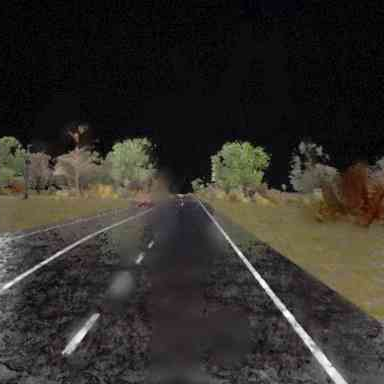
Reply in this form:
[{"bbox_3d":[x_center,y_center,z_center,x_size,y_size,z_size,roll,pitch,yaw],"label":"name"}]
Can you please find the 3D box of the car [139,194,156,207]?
[{"bbox_3d":[-7.017,1.315,52.610,2.150,2.045,5.566,0,0,0],"label":"car"}]
